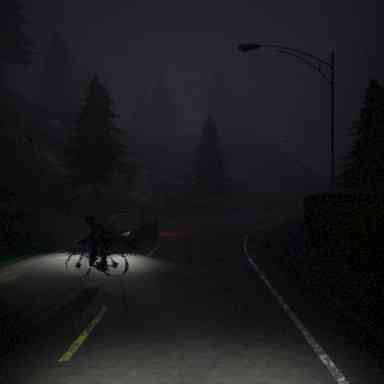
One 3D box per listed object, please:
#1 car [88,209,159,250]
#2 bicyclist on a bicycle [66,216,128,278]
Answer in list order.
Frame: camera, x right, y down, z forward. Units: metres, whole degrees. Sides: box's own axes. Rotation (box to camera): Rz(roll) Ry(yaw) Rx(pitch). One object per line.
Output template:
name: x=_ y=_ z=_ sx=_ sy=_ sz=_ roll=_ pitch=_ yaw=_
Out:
car: x=-2.763 y=1.527 z=14.580 sx=1.812 sy=1.442 sz=4.674 roll=0 pitch=1 yaw=10
bicyclist on a bicycle: x=-2.499 y=1.453 z=8.693 sx=1.656 sy=1.620 sz=0.582 roll=-1 pitch=0 yaw=1
